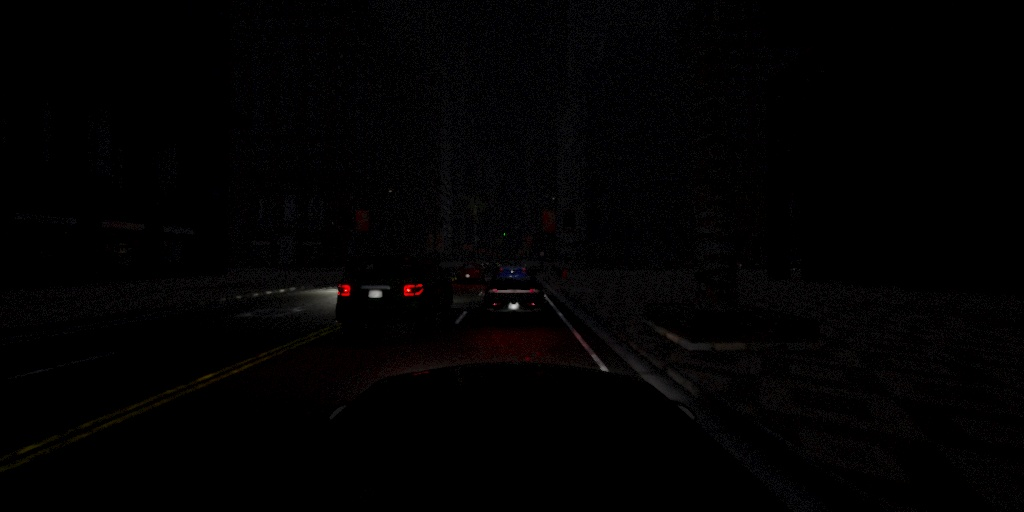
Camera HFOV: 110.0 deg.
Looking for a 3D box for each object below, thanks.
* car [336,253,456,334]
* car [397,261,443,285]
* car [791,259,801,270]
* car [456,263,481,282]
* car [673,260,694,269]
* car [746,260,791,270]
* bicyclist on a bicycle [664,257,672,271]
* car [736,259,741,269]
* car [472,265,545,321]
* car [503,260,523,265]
[{"bbox_3d":[-3.157,0.941,10.696,2.150,2.045,5.566,0,0,-2],"label":"car"},{"bbox_3d":[-6.589,1.196,26.418,2.128,1.511,4.902,0,0,0],"label":"car"},{"bbox_3d":[37.499,1.107,48.313,4.902,1.511,2.128,0,-1,-1],"label":"car"},{"bbox_3d":[-3.169,1.230,27.903,1.812,1.442,4.674,0,0,0],"label":"car"},{"bbox_3d":[26.459,1.279,53.991,4.207,1.307,1.802,0,0,-1],"label":"car"},{"bbox_3d":[32.225,1.161,45.555,4.313,1.339,1.948,0,0,-1],"label":"car"},{"bbox_3d":[18.389,0.908,42.383,0.582,1.620,1.656,0,-1,-1],"label":"bicyclist on a bicycle"},{"bbox_3d":[32.097,1.120,54.080,4.097,1.591,1.967,0,0,-1],"label":"car"},{"bbox_3d":[0.073,1.203,12.297,2.128,1.511,4.902,0,0,1],"label":"car"},{"bbox_3d":[0.076,1.058,27.527,2.097,1.767,4.553,0,0,0],"label":"car"}]
